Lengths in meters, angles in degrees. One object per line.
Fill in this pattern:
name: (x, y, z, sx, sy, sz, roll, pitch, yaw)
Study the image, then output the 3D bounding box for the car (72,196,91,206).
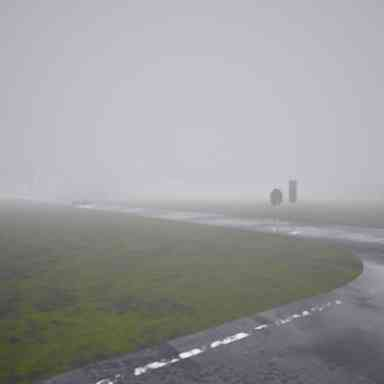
car: (-17.058, 1.359, 51.158, 1.994, 1.385, 4.181, 0, 0, -35)
